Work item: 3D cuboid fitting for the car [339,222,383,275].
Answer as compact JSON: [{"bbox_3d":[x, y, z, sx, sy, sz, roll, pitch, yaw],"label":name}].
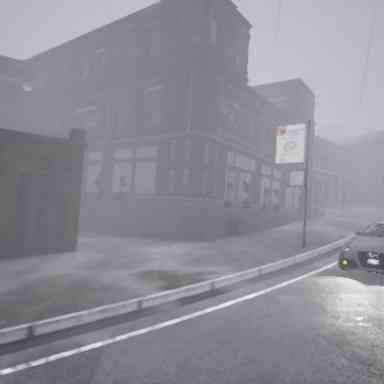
[{"bbox_3d":[6.054,1.634,10.090,1.994,1.385,4.181,1,0,43],"label":"car"}]
